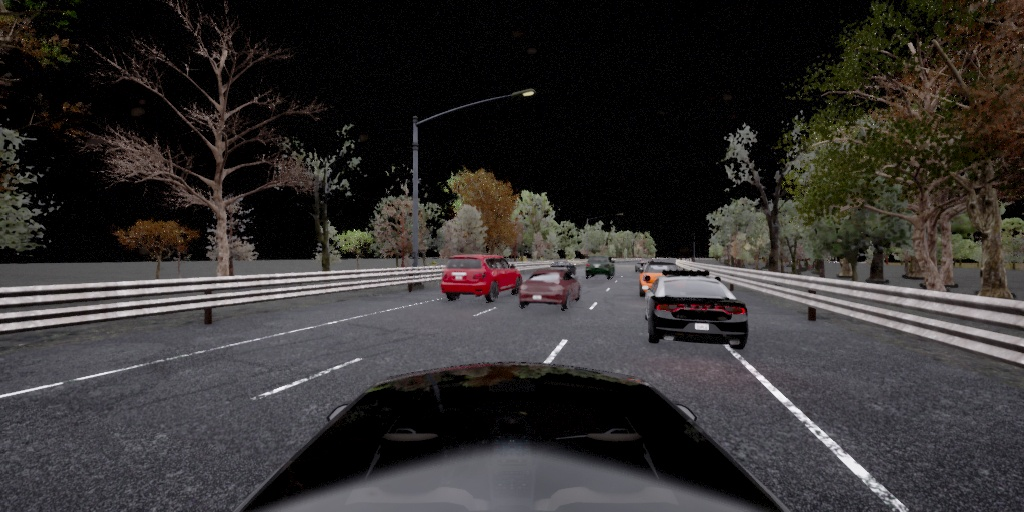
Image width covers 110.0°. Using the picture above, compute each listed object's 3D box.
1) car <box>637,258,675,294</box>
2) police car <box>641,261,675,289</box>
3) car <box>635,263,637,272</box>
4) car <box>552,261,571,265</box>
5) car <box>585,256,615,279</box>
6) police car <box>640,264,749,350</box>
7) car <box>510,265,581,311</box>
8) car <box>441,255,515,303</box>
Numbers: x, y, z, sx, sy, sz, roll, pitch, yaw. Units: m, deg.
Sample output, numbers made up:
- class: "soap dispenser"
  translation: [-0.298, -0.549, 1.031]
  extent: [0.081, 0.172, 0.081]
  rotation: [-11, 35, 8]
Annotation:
- class: "car"
  translation: [7.725, 1.104, 18.634]
  extent: [2.097, 1.767, 4.553]
  rotation: [0, 0, 20]
- class: "police car"
  translation: [9.771, 1.181, 24.343]
  extent: [1.930, 1.638, 5.238]
  rotation: [0, 0, 20]
- class: "car"
  translation: [16.684, 1.266, 45.436]
  extent: [2.128, 1.511, 4.902]
  rotation: [0, 0, 22]
- class: "car"
  translation: [4.833, 1.251, 33.874]
  extent: [2.128, 1.511, 4.902]
  rotation: [0, 0, 20]
- class: "car"
  translation: [8.048, 0.981, 32.496]
  extent: [2.150, 2.045, 5.566]
  rotation: [0, 0, 20]
- class: "police car"
  translation: [4.534, 1.175, 9.437]
  extent: [1.930, 1.638, 5.238]
  rotation: [0, 0, 19]
- class: "car"
  translation: [1.633, 1.276, 14.636]
  extent: [1.812, 1.442, 4.674]
  rotation: [0, 0, 19]
- class: "car"
  translation: [-1.256, 0.973, 17.004]
  extent: [2.150, 2.045, 5.566]
  rotation: [0, 0, 19]
